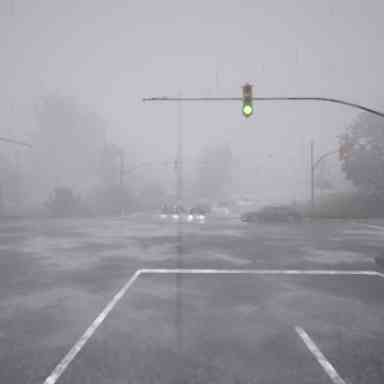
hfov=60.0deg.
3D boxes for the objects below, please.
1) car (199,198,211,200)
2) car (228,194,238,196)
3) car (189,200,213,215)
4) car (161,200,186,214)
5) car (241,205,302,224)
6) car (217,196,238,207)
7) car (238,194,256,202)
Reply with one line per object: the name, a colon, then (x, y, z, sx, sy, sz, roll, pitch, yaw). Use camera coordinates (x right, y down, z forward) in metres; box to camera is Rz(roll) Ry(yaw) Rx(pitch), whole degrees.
car: (2.070, 1.779, 55.999, 1.837, 1.490, 4.892, 0, 3, 21)
car: (8.379, 1.136, 69.677, 1.882, 1.535, 5.008, 0, 3, 27)
car: (1.101, 2.075, 41.905, 1.895, 1.301, 4.718, 0, 0, 15)
car: (-2.310, 1.839, 42.585, 2.097, 1.767, 4.553, 0, 0, 16)
car: (6.502, 1.879, 27.528, 4.892, 1.490, 1.837, 0, -1, 3)
car: (5.821, 1.821, 56.032, 1.895, 1.301, 4.718, 0, 2, 23)
car: (11.696, 1.091, 68.452, 1.882, 1.535, 5.008, 0, 3, 27)
